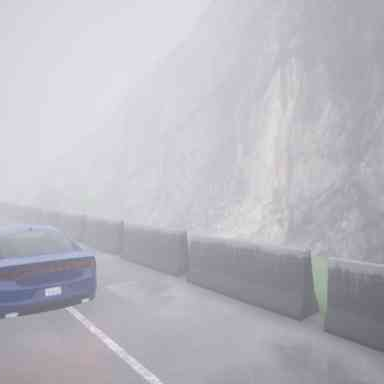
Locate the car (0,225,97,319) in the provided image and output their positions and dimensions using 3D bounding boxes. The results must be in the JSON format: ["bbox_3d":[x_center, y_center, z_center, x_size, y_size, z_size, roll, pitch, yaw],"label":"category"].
[{"bbox_3d":[-3.790,1.472,7.409,1.882,1.535,5.008,0,0,-38],"label":"car"}]
